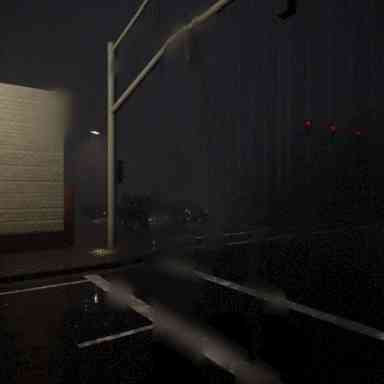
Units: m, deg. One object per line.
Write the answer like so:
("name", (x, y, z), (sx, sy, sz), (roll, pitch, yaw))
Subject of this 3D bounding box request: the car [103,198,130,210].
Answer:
("car", (-10.160, 1.580, 44.472), (1.812, 1.442, 4.674), (0, 0, -36))

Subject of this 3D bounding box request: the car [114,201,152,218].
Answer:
("car", (-5.780, 1.619, 32.062), (1.994, 1.385, 4.181), (0, 0, -35))

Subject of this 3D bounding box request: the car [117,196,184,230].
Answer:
("car", (-3.126, 1.276, 22.321), (2.150, 2.045, 5.566), (0, 0, -36))

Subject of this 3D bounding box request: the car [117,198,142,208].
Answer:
("car", (-9.257, 1.618, 49.255), (1.994, 1.385, 4.181), (0, 0, -36))

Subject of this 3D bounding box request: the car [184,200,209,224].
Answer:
("car", (-0.759, 1.407, 25.034), (2.097, 1.767, 4.553), (0, 0, -36))

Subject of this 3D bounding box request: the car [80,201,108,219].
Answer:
("car", (-8.593, 1.619, 29.985), (1.994, 1.385, 4.181), (0, 0, -35))
